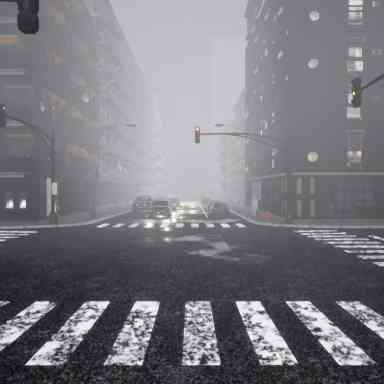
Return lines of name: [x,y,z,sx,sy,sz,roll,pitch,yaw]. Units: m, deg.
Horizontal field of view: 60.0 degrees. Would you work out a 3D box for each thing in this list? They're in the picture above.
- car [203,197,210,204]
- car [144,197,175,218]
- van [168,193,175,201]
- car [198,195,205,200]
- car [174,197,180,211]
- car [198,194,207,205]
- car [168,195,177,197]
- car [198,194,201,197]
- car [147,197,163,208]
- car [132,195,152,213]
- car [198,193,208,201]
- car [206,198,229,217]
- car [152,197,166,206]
car: [2.562,1.539,37.003,2.008,1.369,4.403,-1,0,0]
car: [-2.836,1.496,30.197,1.837,1.490,4.892,0,0,0]
van: [-5.311,1.304,86.899,1.690,1.788,3.998,-1,0,0]
car: [2.573,1.541,92.395,1.802,1.307,4.206,-1,0,0]
car: [-2.831,1.588,40.297,1.895,1.301,4.718,0,0,0]
car: [2.566,1.524,59.160,1.887,1.381,4.507,-1,0,0]
car: [-2.764,1.530,50.948,2.033,1.411,5.357,0,0,1]
car: [2.570,1.552,75.778,1.802,1.307,4.206,-1,0,0]
car: [-5.317,1.509,47.968,1.752,1.417,4.829,-1,0,0]
car: [-5.322,1.304,37.064,2.192,1.841,5.009,-1,0,0]
car: [2.567,1.282,81.317,2.192,1.841,5.009,-1,0,0]
car: [2.561,1.573,31.464,1.802,1.307,4.206,-1,0,0]
car: [-5.315,1.564,53.676,1.802,1.307,4.206,-1,0,0]
